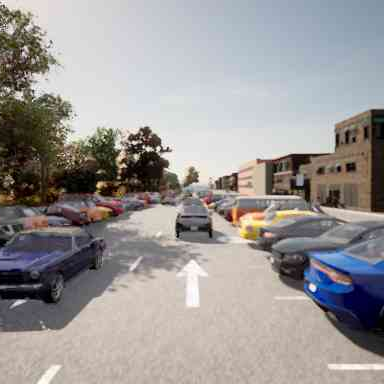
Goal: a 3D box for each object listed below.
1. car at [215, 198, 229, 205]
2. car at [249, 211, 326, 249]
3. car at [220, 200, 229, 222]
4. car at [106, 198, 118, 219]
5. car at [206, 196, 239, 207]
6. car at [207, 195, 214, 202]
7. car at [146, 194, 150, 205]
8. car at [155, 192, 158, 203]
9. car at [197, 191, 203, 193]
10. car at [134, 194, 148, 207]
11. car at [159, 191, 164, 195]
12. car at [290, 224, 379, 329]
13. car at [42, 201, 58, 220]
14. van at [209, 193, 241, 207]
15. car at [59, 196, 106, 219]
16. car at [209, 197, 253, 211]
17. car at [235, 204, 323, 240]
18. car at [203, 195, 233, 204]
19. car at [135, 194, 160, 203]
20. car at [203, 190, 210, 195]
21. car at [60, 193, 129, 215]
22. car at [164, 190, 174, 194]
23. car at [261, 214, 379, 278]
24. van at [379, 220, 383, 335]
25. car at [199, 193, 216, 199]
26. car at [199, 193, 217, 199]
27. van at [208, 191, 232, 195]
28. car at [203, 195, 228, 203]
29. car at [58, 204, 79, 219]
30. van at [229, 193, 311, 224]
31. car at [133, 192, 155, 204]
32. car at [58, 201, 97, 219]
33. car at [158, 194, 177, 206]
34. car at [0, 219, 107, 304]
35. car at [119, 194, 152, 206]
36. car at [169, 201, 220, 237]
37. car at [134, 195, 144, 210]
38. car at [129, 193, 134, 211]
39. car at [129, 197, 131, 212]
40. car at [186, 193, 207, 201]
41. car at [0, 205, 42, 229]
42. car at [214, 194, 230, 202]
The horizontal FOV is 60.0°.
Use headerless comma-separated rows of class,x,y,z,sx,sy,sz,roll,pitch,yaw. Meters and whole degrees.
car,4.543,1.480,27.973,4.674,1.452,2.002,0,0,0
car,4.540,1.510,11.273,4.674,1.452,2.002,0,0,0
car,4.574,1.482,22.407,4.792,1.488,2.163,0,0,0
car,-8.539,1.446,25.172,5.008,1.535,2.097,0,0,0
car,4.557,1.380,50.239,4.892,1.521,2.231,0,0,0
car,4.362,1.416,36.323,5.366,1.575,1.946,0,0,0
car,-8.716,1.393,44.544,5.366,1.575,1.946,0,0,0
car,-8.560,1.237,55.683,4.553,1.767,2.185,0,0,0
car,4.338,1.101,87.348,4.792,1.488,2.163,0,0,0
car,-8.537,1.404,41.884,5.008,1.535,2.097,0,0,0
car,-8.556,1.094,61.377,5.566,2.045,2.435,0,0,0
car,4.536,1.475,5.706,5.008,1.535,2.097,0,0,0
car,-8.506,1.340,14.033,4.553,1.767,2.185,0,0,0
van,4.666,1.162,47.331,4.442,1.987,1.878,0,0,0
car,-8.503,1.326,22.387,4.553,1.767,2.185,0,0,0
car,4.554,1.413,39.106,4.892,1.521,2.231,0,0,0
car,4.728,1.463,14.056,5.366,1.575,1.946,0,0,0
car,4.738,1.342,61.372,5.366,1.575,1.946,0,0,0
car,-8.496,1.211,64.163,4.553,1.767,2.185,0,0,0
car,4.578,1.144,44.672,5.566,2.045,2.435,0,0,0
car,-8.506,1.189,27.959,5.566,2.045,2.435,0,0,0
car,-8.164,0.918,93.000,4.553,1.767,2.185,0,0,0
car,4.547,1.472,8.489,5.008,1.535,2.097,0,0,0
van,4.424,1.252,2.922,4.442,1.987,1.878,0,0,0
car,4.381,1.084,93.000,4.674,1.452,2.002,0,0,0
car,4.373,1.098,90.175,4.674,1.452,2.002,0,0,0
van,4.665,1.178,41.889,4.442,1.987,1.878,0,0,0
car,4.538,1.378,64.014,4.674,1.452,2.002,-1,0,0
car,-8.539,1.501,16.819,4.674,1.452,2.002,0,0,0
van,4.661,1.232,19.560,4.442,1.987,1.878,0,0,0
car,-8.558,1.136,47.328,5.566,2.045,2.435,0,0,0
car,-8.530,1.457,19.603,5.008,1.535,2.097,0,0,0
car,-3.565,1.461,51.086,1.994,1.385,4.181,0,0,0
car,-3.598,1.594,8.223,1.895,1.301,4.718,0,0,0
car,-8.498,1.253,50.237,4.553,1.767,2.185,0,0,0
car,0.104,1.471,17.926,2.128,1.511,4.902,0,0,0
car,-8.502,1.441,39.098,4.792,1.488,2.163,0,0,0
car,-8.564,1.301,33.529,4.553,1.767,2.185,0,0,0
car,-8.540,1.435,30.743,4.892,1.521,2.231,0,0,0
car,0.106,1.298,33.837,2.097,1.767,4.553,0,0,0
car,-8.509,1.218,11.249,5.566,2.045,2.435,0,0,0
car,4.578,1.309,30.755,4.553,1.767,2.185,0,0,0
